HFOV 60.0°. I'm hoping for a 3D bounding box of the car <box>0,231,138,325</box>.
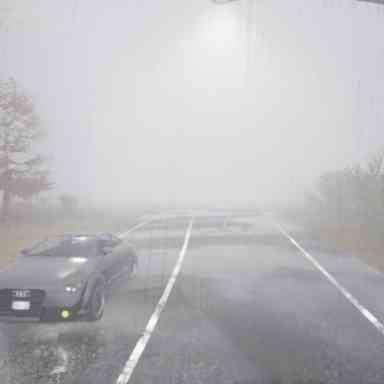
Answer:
[{"bbox_3d":[-2.535,1.585,7.195,1.994,1.385,4.181,0,0,4],"label":"car"}]
